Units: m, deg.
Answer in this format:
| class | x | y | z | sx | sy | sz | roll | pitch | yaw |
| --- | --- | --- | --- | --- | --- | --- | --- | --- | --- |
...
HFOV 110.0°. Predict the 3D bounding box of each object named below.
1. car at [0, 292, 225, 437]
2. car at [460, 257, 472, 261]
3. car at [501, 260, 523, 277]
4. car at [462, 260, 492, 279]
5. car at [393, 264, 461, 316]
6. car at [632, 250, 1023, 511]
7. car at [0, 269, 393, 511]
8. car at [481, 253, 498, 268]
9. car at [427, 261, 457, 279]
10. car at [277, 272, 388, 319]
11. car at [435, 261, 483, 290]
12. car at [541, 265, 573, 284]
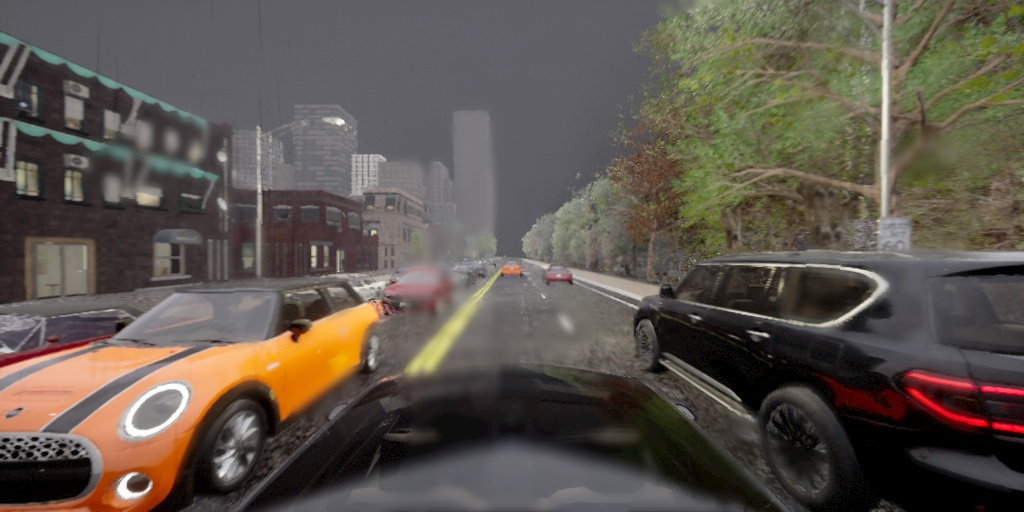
| class | x | y | z | sx | sy | sz | roll | pitch | yaw |
| --- | --- | --- | --- | --- | --- | --- | --- | --- | --- |
| car | -6.608 | 1.353 | 4.686 | 1.895 | 1.301 | 4.718 | 0 | 0 | 1 |
| car | -6.531 | 0.936 | 52.170 | 1.812 | 1.442 | 4.674 | 0 | 0 | 0 |
| car | -0.024 | 1.136 | 35.760 | 2.097 | 1.767 | 4.553 | 0 | 0 | 0 |
| car | -3.271 | 1.329 | 33.516 | 2.033 | 1.411 | 5.357 | 0 | 0 | 0 |
| car | -3.333 | 1.239 | 13.625 | 1.882 | 1.535 | 5.008 | 0 | 0 | 0 |
| car | 3.347 | 0.975 | 4.434 | 2.150 | 2.045 | 5.566 | 0 | 0 | 0 |
| car | -3.346 | 1.104 | 4.466 | 2.097 | 1.767 | 4.553 | 0 | 0 | 0 |
| car | -3.280 | 0.638 | 52.143 | 2.150 | 2.045 | 5.566 | 0 | 0 | 0 |
| car | -6.520 | 1.286 | 33.931 | 1.837 | 1.490 | 4.892 | 0 | 0 | 0 |
| car | -6.579 | 1.362 | 13.853 | 1.895 | 1.301 | 4.718 | 0 | 0 | 0 |
| car | -3.282 | 1.262 | 22.900 | 2.128 | 1.511 | 4.902 | 0 | 0 | 0 |
| car | 3.335 | 1.340 | 27.017 | 1.994 | 1.385 | 4.181 | 0 | 0 | 0 |
